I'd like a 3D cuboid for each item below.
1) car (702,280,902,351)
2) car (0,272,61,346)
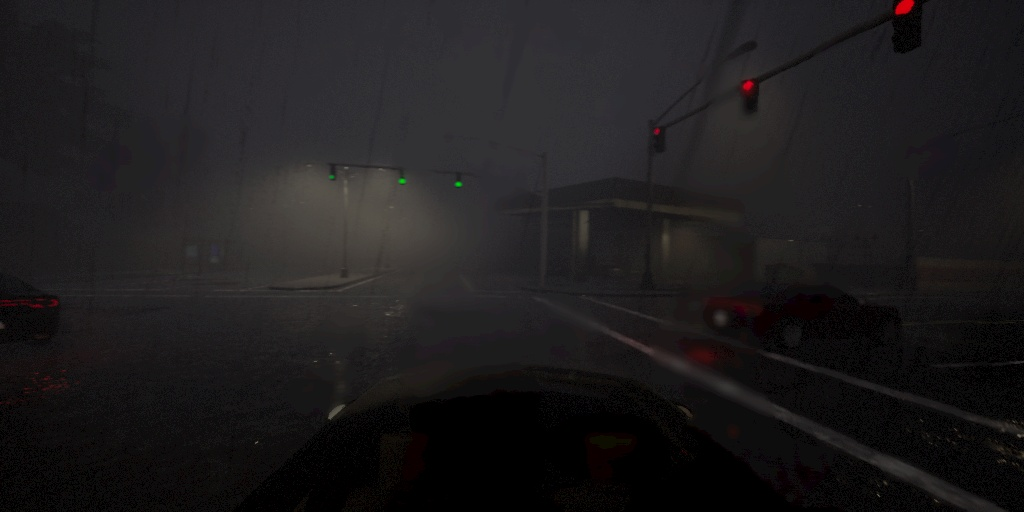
[{"bbox_3d":[7.448,1.403,9.264,5.008,1.535,1.882,1,-1,-14],"label":"car"},{"bbox_3d":[-11.093,0.979,6.896,5.008,1.535,1.882,1,-1,20],"label":"car"}]
